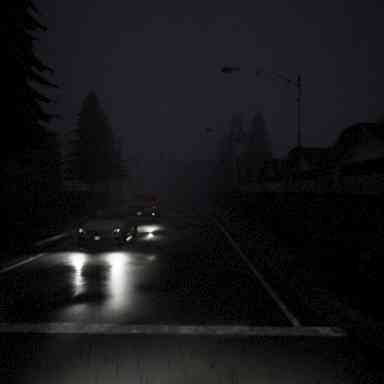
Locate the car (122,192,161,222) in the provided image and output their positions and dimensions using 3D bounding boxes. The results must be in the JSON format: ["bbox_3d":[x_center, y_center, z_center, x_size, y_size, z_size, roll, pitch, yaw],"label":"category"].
[{"bbox_3d":[-3.585,1.079,25.375,2.150,2.045,5.566,0,0,-1],"label":"car"}]

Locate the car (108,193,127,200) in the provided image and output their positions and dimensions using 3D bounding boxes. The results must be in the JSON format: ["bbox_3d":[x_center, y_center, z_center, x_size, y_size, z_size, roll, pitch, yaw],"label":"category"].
[{"bbox_3d":[-16.161,0.949,72.456,3.806,1.475,1.970,0,0,0],"label":"car"}]

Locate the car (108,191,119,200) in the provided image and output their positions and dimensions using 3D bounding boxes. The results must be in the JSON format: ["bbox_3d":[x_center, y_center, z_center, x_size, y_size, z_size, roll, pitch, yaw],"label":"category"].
[{"bbox_3d":[-16.754,0.684,69.126,3.866,1.878,1.905,0,0,0],"label":"car"}]

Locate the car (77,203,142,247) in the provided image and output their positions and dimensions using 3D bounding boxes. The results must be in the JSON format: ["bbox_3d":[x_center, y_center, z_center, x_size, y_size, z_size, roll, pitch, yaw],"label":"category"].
[{"bbox_3d":[-3.575,1.445,14.798,1.812,1.442,4.674,0,0,0],"label":"car"}]
